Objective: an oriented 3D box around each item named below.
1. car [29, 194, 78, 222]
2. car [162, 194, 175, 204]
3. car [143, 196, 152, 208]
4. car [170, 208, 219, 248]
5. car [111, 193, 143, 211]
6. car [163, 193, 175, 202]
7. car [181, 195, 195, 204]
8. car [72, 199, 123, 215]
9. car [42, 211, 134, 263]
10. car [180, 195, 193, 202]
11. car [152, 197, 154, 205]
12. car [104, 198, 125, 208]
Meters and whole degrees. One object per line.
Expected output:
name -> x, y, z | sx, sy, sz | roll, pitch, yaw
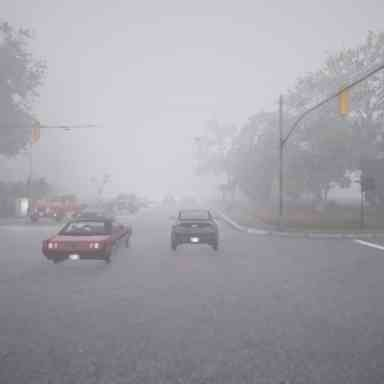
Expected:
car -> -10.586, 1.181, 26.089 | 2.150, 2.045, 5.566 | 0, 0, 0
car -> -3.972, 1.165, 56.960 | 2.097, 1.767, 4.553 | 0, 0, -4
car -> -7.089, 1.368, 45.926 | 1.882, 1.535, 5.008 | 0, 0, -1
car -> 0.106, 1.482, 14.513 | 1.837, 1.490, 4.892 | 0, 0, 0
car -> -7.040, 1.158, 35.737 | 2.150, 2.045, 5.566 | 0, 0, -1
car -> -4.719, 1.082, 67.031 | 2.097, 1.767, 4.553 | 0, 0, -7
car -> -0.499, 1.374, 57.506 | 1.994, 1.385, 4.181 | 0, 0, -4
car -> -7.088, 1.508, 25.560 | 2.033, 1.411, 5.357 | 0, 0, 0
car -> -3.395, 1.582, 11.831 | 1.895, 1.301, 4.718 | 0, 0, 0
car -> -1.231, 1.294, 67.387 | 2.033, 1.411, 5.357 | 0, 0, -7
car -> -7.432, 1.344, 56.196 | 1.812, 1.442, 4.674 | 0, 0, -3
car -> -10.594, 1.490, 46.060 | 1.895, 1.301, 4.718 | 0, 0, -1
